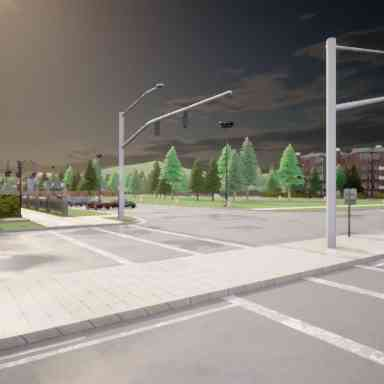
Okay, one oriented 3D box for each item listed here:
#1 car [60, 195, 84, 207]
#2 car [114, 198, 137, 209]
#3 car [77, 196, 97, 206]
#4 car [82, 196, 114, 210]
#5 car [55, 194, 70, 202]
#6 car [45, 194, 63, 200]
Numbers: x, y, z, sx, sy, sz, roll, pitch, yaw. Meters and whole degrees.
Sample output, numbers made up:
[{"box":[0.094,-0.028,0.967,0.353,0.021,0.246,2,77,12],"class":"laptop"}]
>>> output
[{"box":[-18.299,1.505,51.261,1.837,1.490,4.892,0,0,-36],"class":"car"},{"box":[-9.367,1.546,44.911,2.033,1.411,5.357,0,0,-36],"class":"car"},{"box":[-18.044,1.506,56.890,1.837,1.490,4.892,0,0,-36],"class":"car"},{"box":[-12.154,1.601,42.802,1.895,1.301,4.718,0,0,-36],"class":"car"},{"box":[-27.071,1.187,69.440,1.882,1.535,5.008,0,0,-36],"class":"car"},{"box":[-26.253,1.506,62.331,1.837,1.490,4.892,0,0,-36],"class":"car"}]
